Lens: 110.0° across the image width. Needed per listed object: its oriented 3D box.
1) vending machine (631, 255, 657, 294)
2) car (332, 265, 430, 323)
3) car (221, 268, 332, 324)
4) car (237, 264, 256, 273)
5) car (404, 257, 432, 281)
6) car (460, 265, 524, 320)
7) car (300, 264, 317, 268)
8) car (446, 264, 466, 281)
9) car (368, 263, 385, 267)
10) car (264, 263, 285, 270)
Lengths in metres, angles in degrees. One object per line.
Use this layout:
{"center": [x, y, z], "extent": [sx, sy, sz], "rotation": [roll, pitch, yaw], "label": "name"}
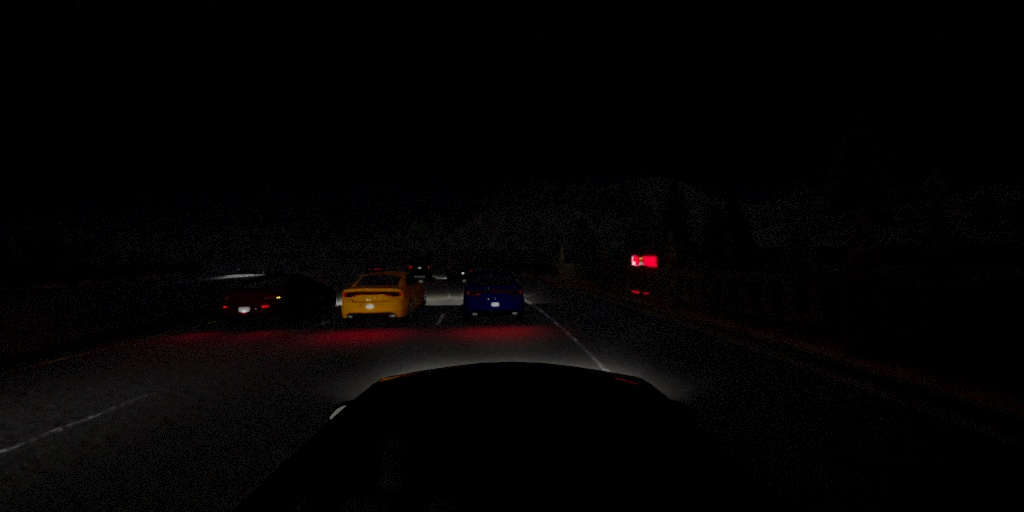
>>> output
{"center": [6.606, 0.938, 17.984], "extent": [1.100, 2.100, 0.880], "rotation": [0, 0, -9], "label": "vending machine"}
{"center": [-4.222, 1.264, 12.454], "extent": [1.882, 1.535, 5.008], "rotation": [0, 0, -6], "label": "car"}
{"center": [-7.713, 1.329, 12.282], "extent": [1.812, 1.442, 4.674], "rotation": [0, 0, -6], "label": "car"}
{"center": [-35.253, 1.760, 47.683], "extent": [1.895, 1.301, 4.718], "rotation": [0, 0, -33], "label": "car"}
{"center": [-8.312, 1.084, 31.727], "extent": [2.150, 2.045, 5.566], "rotation": [0, 0, -17], "label": "car"}
{"center": [-0.746, 1.248, 12.785], "extent": [1.882, 1.535, 5.008], "rotation": [0, 0, -6], "label": "car"}
{"center": [-25.685, 1.655, 45.277], "extent": [1.895, 1.301, 4.718], "rotation": [0, 0, -29], "label": "car"}
{"center": [-4.611, 1.401, 31.423], "extent": [1.994, 1.385, 4.181], "rotation": [0, 0, -17], "label": "car"}
{"center": [-12.528, 1.389, 33.248], "extent": [2.128, 1.511, 4.902], "rotation": [0, 0, -18], "label": "car"}
{"center": [-28.570, 1.563, 43.182], "extent": [2.128, 1.511, 4.902], "rotation": [0, 0, -28], "label": "car"}
